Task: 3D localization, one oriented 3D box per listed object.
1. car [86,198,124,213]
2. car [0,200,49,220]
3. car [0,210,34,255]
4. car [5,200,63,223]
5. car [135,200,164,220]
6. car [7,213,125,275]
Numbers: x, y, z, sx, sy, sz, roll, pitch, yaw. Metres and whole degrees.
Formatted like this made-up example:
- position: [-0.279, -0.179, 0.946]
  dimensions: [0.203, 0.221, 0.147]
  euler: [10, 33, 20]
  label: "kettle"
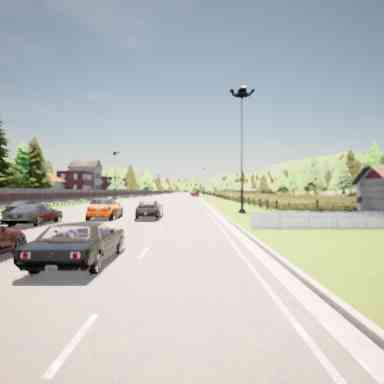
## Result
- position: [-6.919, 1.270, 26.757]
  dimensions: [2.097, 1.767, 4.553]
  euler: [0, 0, 0]
  label: "car"
- position: [-13.915, 1.439, 28.003]
  dimensions: [1.812, 1.442, 4.674]
  euler: [0, 0, 0]
  label: "car"
- position: [-6.921, 1.494, 10.125]
  dimensions: [1.812, 1.442, 4.674]
  euler: [0, 0, 0]
  label: "car"
- position: [-10.440, 1.479, 22.147]
  dimensions: [2.033, 1.411, 5.357]
  euler: [0, 0, 0]
  label: "car"
- position: [-3.419, 1.409, 27.028]
  dimensions: [2.128, 1.511, 4.902]
  euler: [0, 0, 0]
  label: "car"
- position: [-3.420, 1.569, 10.341]
  dimensions: [1.895, 1.301, 4.718]
  euler: [0, 0, 0]
  label: "car"
